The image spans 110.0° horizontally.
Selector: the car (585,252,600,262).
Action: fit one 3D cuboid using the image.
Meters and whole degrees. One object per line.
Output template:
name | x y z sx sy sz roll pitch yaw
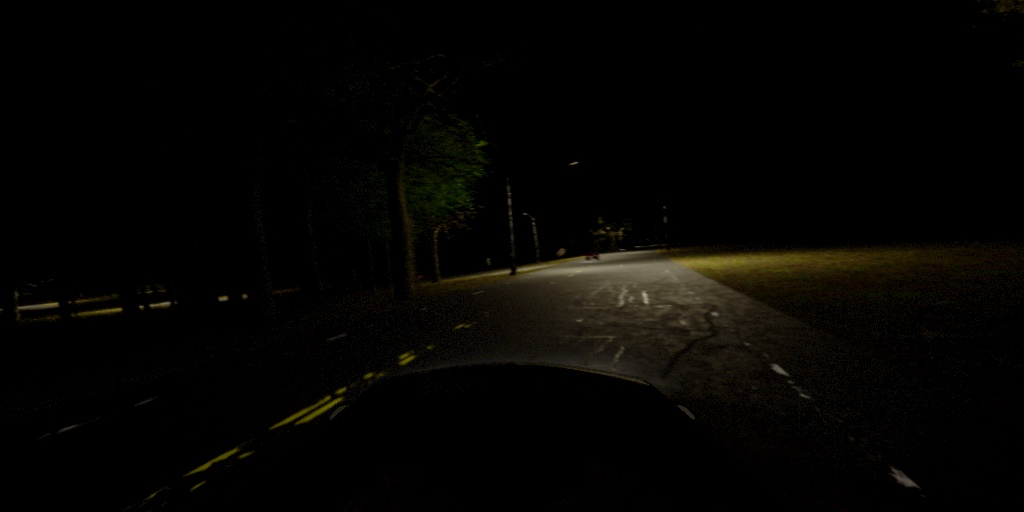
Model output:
car | 12.902 0.042 57.593 1.812 1.442 4.674 -6 -1 20
